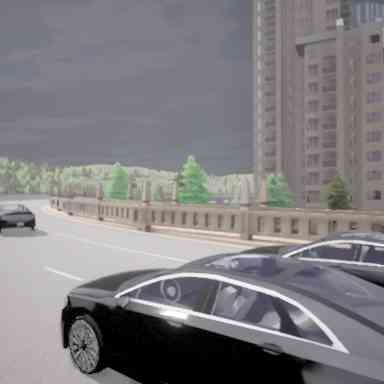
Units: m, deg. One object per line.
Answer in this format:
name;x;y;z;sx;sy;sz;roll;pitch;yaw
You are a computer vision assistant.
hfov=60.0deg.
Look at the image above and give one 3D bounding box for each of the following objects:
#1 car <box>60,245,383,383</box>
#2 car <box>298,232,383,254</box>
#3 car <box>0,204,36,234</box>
car;0.396;1.498;3.896;4.902;1.511;2.128;0;0;37
car;2.994;1.517;6.310;4.902;1.511;2.128;0;0;37
car;-10.328;1.419;18.773;2.128;1.511;4.902;0;0;-41
